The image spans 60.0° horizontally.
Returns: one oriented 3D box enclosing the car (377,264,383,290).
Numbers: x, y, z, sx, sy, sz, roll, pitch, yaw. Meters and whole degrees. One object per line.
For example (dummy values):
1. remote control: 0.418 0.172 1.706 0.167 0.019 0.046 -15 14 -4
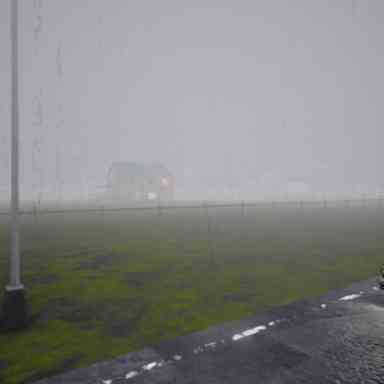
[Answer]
1. car: 6.426 1.514 7.653 5.357 1.411 2.033 0 0 -35
